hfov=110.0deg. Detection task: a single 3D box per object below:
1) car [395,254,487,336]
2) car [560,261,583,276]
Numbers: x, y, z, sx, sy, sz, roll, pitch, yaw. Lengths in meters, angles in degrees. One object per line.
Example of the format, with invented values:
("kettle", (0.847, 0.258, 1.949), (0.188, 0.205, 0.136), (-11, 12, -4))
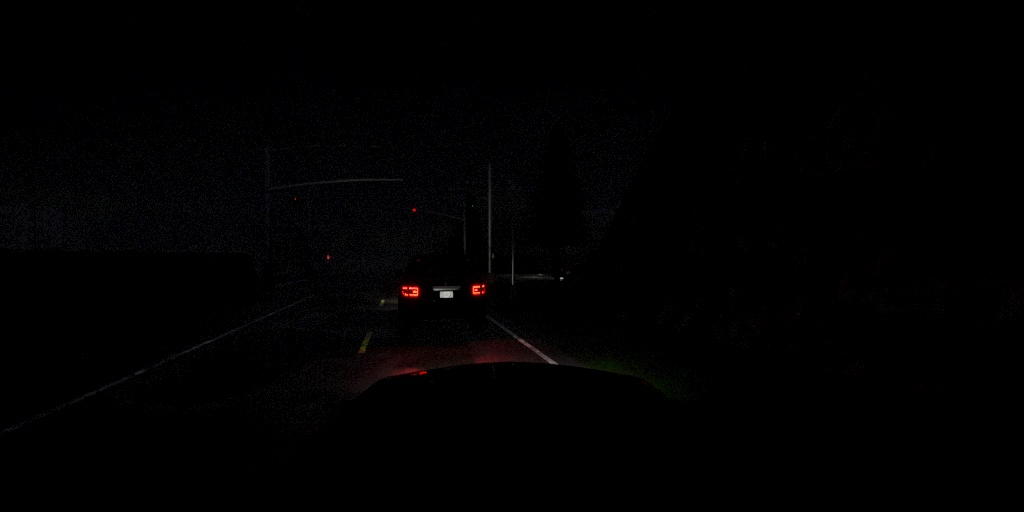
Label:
("car", (-2.256, 0.971, 10.740), (2.150, 2.045, 5.566), (0, 0, -17))
("car", (6.571, 1.228, 35.306), (5.008, 1.535, 1.882), (0, 0, -19))
